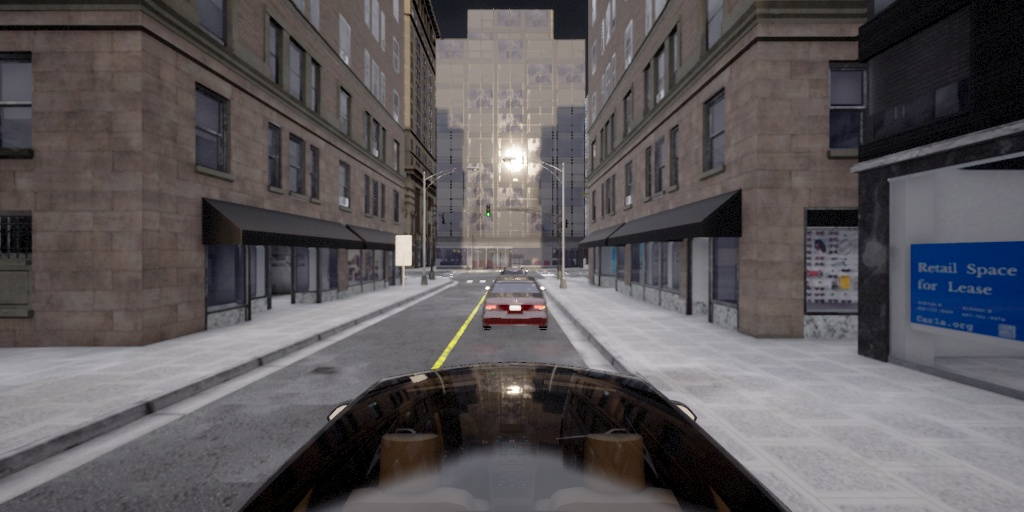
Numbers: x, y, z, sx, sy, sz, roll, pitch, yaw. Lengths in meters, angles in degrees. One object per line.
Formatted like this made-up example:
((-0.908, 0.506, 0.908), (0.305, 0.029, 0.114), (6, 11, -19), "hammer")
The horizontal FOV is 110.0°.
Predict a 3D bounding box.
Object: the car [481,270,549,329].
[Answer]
((0.097, 1.327, 11.322), (2.033, 1.411, 5.357), (0, 0, 0), "car")

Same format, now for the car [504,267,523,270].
((0.102, 1.377, 23.298), (1.994, 1.385, 4.181), (0, 0, 0), "car")
